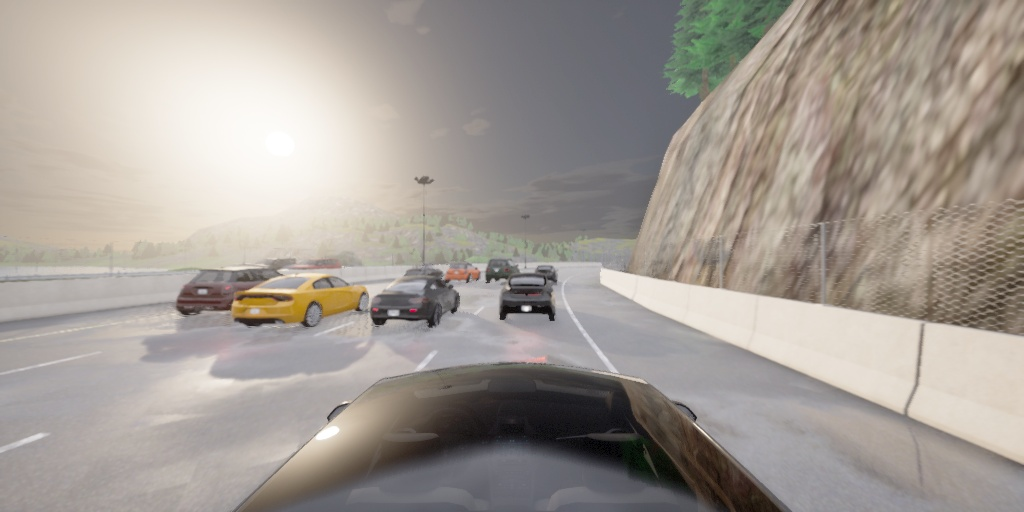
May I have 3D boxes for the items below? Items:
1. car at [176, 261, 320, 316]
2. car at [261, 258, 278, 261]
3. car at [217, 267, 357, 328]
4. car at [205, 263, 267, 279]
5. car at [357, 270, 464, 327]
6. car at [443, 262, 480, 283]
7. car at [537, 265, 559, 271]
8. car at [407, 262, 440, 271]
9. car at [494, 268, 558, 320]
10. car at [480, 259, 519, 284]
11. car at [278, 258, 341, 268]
[{"bbox_3d":[-9.865,1.185,13.720,2.097,1.767,4.553,0,0,4],"label":"car"},{"bbox_3d":[-24.646,1.227,36.966,2.150,2.045,5.566,0,-1,11],"label":"car"},{"bbox_3d":[-6.507,1.302,11.743,1.882,1.535,5.008,0,-1,3],"label":"car"},{"bbox_3d":[-28.188,1.484,36.903,2.128,1.511,4.902,0,-1,11],"label":"car"},{"bbox_3d":[-3.010,1.364,11.798,1.812,1.442,4.674,0,-1,3],"label":"car"},{"bbox_3d":[-4.148,1.377,31.238,2.097,1.767,4.553,0,-1,10],"label":"car"},{"bbox_3d":[2.971,1.556,31.295,1.837,1.490,4.892,0,-1,10],"label":"car"},{"bbox_3d":[-7.640,1.507,31.607,2.128,1.511,4.902,0,-1,10],"label":"car"},{"bbox_3d":[0.609,1.369,13.254,1.837,1.490,4.892,0,-1,4],"label":"car"},{"bbox_3d":[-0.743,1.252,30.562,2.150,2.045,5.566,0,-1,10],"label":"car"},{"bbox_3d":[-18.222,1.217,33.236,2.150,2.045,5.566,0,-1,10],"label":"car"}]
